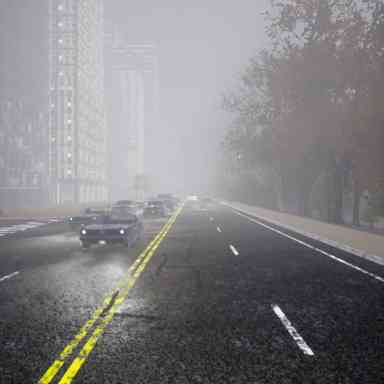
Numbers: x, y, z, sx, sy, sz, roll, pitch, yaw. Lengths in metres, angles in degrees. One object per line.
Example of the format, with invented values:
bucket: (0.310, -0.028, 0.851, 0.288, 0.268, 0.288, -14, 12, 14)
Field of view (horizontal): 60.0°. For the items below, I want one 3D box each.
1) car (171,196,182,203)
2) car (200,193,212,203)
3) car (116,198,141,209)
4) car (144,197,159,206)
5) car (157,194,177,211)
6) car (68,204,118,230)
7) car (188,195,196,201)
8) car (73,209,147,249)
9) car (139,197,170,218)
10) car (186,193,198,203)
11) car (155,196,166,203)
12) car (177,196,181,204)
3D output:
car: (-3.251, 1.573, 69.361, 1.994, 1.385, 4.181, 0, 0, 0)
car: (3.249, 1.527, 69.718, 2.128, 1.511, 4.902, 0, 0, 0)
car: (-6.601, 1.510, 32.678, 1.837, 1.490, 4.892, 0, 0, 0)
car: (-6.601, 1.531, 54.513, 1.812, 1.442, 4.674, 0, 0, 1)
car: (-3.353, 1.223, 41.062, 2.150, 2.045, 5.566, 0, 0, 0)
car: (-6.620, 1.689, 22.347, 1.895, 1.301, 4.718, -1, 0, 0)
car: (0.000, 1.433, 80.112, 2.033, 1.411, 5.357, 0, 0, 0)
car: (-3.364, 1.632, 14.711, 1.895, 1.301, 4.718, 0, -1, 0)
car: (-3.354, 1.517, 30.683, 1.837, 1.490, 4.892, 0, 0, 0)
car: (0.000, 1.227, 69.749, 2.150, 2.045, 5.566, 0, 0, 0)
car: (-6.502, 1.515, 69.191, 1.837, 1.490, 4.892, 0, 0, 0)
car: (-3.338, 1.495, 53.595, 2.128, 1.511, 4.902, 0, 0, 0)
